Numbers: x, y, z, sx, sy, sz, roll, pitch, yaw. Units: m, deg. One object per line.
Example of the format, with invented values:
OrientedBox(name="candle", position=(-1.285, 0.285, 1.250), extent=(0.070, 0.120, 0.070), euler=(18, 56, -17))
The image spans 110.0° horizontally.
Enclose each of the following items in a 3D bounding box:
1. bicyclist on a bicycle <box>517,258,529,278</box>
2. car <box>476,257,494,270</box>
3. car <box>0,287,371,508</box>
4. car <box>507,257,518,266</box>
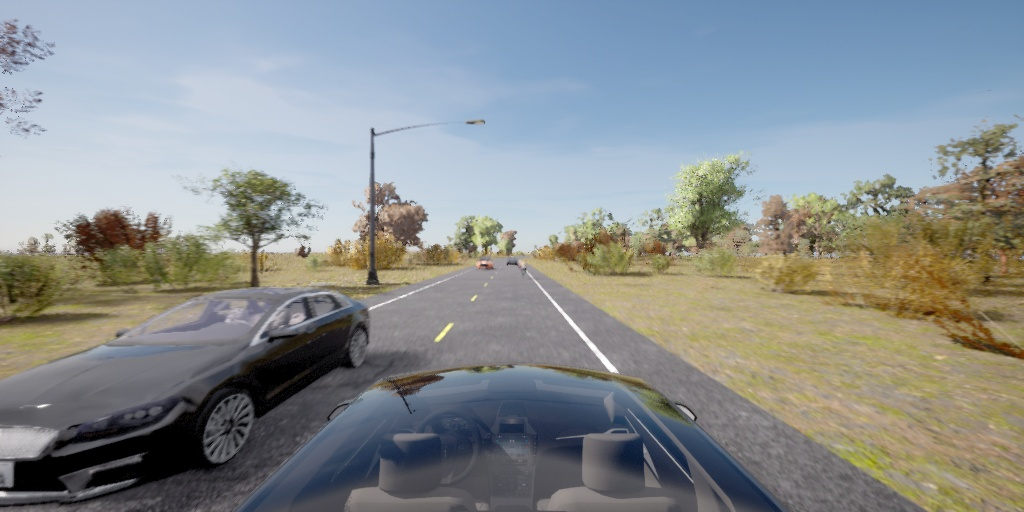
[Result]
OrientedBox(name="bicyclist on a bicycle", position=(0.973, 1.071, 29.622), extent=(0.866, 1.612, 1.509), euler=(0, 0, 0))
OrientedBox(name="car", position=(-3.522, 0.894, 47.632), extent=(2.097, 1.767, 4.553), euler=(0, 0, 0))
OrientedBox(name="car", position=(-3.593, 1.230, 4.906), extent=(2.128, 1.511, 4.902), euler=(0, 0, 0))
OrientedBox(name="car", position=(0.051, 1.006, 64.972), extent=(1.994, 1.385, 4.181), euler=(0, 0, 1))
